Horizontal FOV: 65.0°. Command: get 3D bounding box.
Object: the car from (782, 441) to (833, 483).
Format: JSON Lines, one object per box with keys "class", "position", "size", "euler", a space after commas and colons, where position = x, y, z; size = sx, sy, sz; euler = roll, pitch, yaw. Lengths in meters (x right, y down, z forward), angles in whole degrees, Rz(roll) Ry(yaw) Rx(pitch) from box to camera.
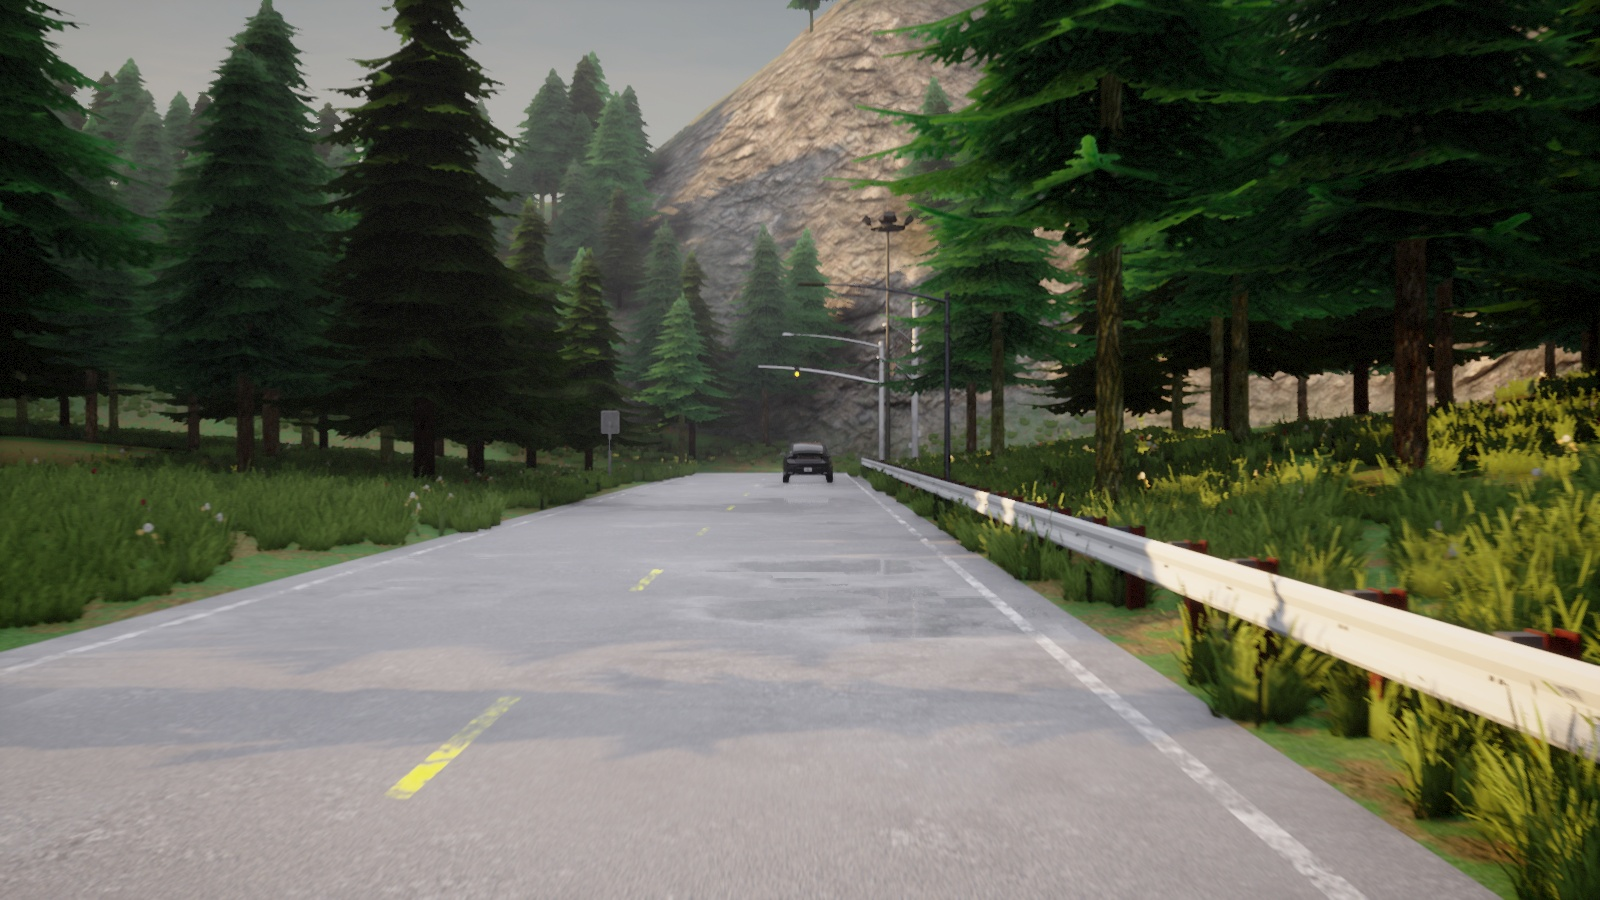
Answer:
{"class": "car", "position": [0.295, 0.423, 47.594], "size": [1.837, 1.490, 4.892], "euler": [0, 0, 0]}
